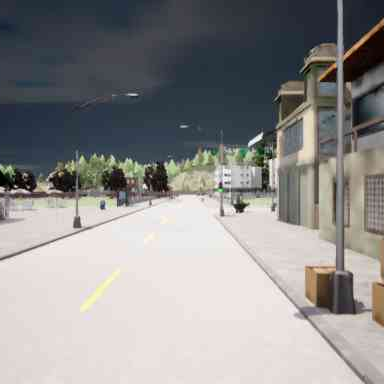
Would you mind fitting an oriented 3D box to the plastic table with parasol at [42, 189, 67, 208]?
[{"bbox_3d":[-19.169,0.894,46.393,2.482,2.480,2.482,0,0,0],"label":"plastic table with parasol"}]
